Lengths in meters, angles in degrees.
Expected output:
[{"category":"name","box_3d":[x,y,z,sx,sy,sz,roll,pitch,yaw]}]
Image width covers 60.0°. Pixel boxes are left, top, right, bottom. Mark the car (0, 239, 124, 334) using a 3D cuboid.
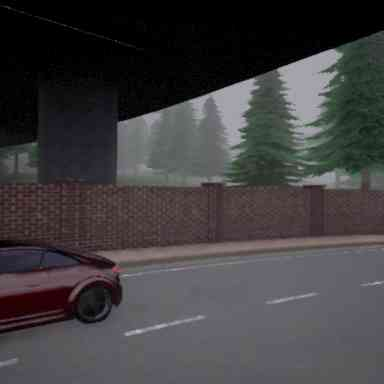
[{"category":"car","box_3d":[-3.315,1.537,5.633,4.181,1.385,1.994,1,0,-34]}]
